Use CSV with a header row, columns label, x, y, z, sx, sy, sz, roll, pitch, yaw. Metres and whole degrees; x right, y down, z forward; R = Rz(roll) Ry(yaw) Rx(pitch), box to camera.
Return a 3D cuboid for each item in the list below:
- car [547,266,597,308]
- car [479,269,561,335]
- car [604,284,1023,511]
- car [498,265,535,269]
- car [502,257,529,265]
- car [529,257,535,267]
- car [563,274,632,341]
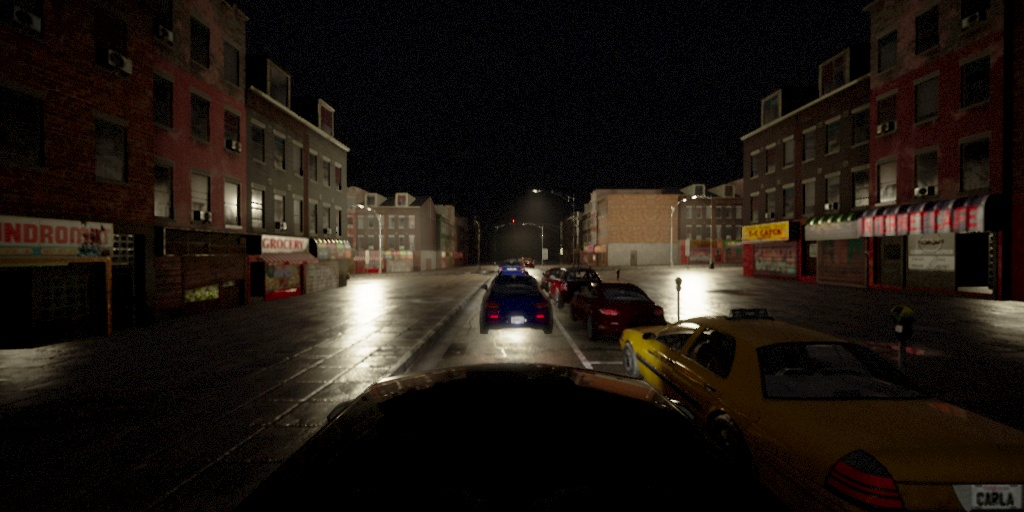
label,x,y,z,sx,sy,sz,roll,pitch,yaw
car,2.630,1.176,15.021,1.967,1.591,4.097,0,0,0
car,0.077,1.266,10.316,1.812,1.442,4.674,0,0,-1
car,2.637,1.272,4.258,1.751,1.417,4.829,0,0,0
car,0.095,1.336,18.249,1.895,1.301,4.718,0,0,0
car,-0.028,1.090,28.147,2.097,1.767,4.553,0,0,0
car,2.602,1.236,57.828,1.967,1.591,4.097,0,0,0
car,2.634,1.322,9.555,1.802,1.307,4.207,0,0,0
